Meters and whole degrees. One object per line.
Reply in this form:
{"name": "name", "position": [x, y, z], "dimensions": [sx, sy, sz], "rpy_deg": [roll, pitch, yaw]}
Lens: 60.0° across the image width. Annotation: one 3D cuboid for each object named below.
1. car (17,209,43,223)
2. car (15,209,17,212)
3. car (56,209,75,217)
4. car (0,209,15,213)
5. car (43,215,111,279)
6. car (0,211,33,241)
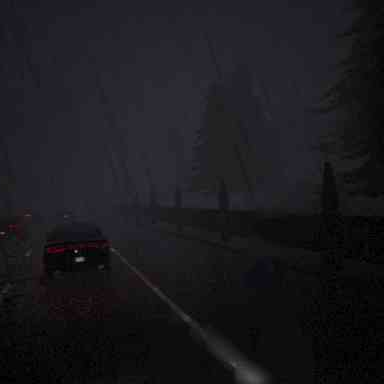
{"name": "car", "position": [-17.922, 2.750, 37.394], "dimensions": [2.128, 1.511, 4.902], "rpy_deg": [-3, 0, -22]}
{"name": "car", "position": [-28.122, 3.440, 52.900], "dimensions": [1.812, 1.442, 4.674], "rpy_deg": [-3, -1, -26]}
{"name": "car", "position": [-14.409, 2.657, 38.016], "dimensions": [1.994, 1.385, 4.181], "rpy_deg": [-3, -1, -21]}
{"name": "car", "position": [-21.579, 2.784, 37.126], "dimensions": [2.097, 1.767, 4.553], "rpy_deg": [-3, -1, -21]}
{"name": "car", "position": [-4.022, 1.793, 11.517], "dimensions": [1.882, 1.535, 5.008], "rpy_deg": [-3, -1, -21]}
{"name": "car", "position": [-11.456, 2.251, 20.896], "dimensions": [1.882, 1.535, 5.008], "rpy_deg": [-3, -1, -21]}
